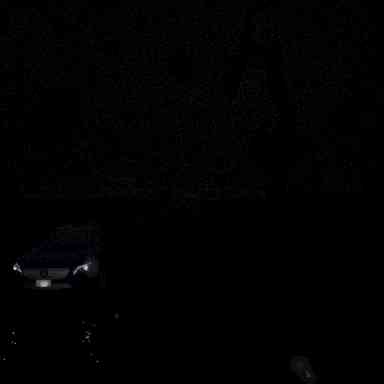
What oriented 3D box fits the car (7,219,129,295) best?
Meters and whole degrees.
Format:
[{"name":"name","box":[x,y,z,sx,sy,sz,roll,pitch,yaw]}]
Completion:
[{"name":"car","box":[-2.843,1.482,8.702,1.812,1.442,4.674,0,0,0]}]

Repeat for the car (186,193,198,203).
[{"name":"car","box":[0.049,1.150,58.424,1.882,1.535,5.008,0,0,0]}]

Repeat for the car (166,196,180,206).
[{"name":"car","box":[-2.790,1.272,49.936,2.033,1.411,5.357,0,0,0]}]

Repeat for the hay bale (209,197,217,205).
[{"name":"hay bale","box":[3.175,1.376,50.576,1.220,1.180,1.240,1,1,0]}]

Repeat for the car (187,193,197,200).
[{"name":"car","box":[0.061,0.979,71.489,2.033,1.411,5.357,0,0,0]}]

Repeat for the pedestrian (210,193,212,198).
[{"name":"pedestrian","box":[2.868,1.004,51.666,0.375,1.860,0.375,-1,1,0]}]
